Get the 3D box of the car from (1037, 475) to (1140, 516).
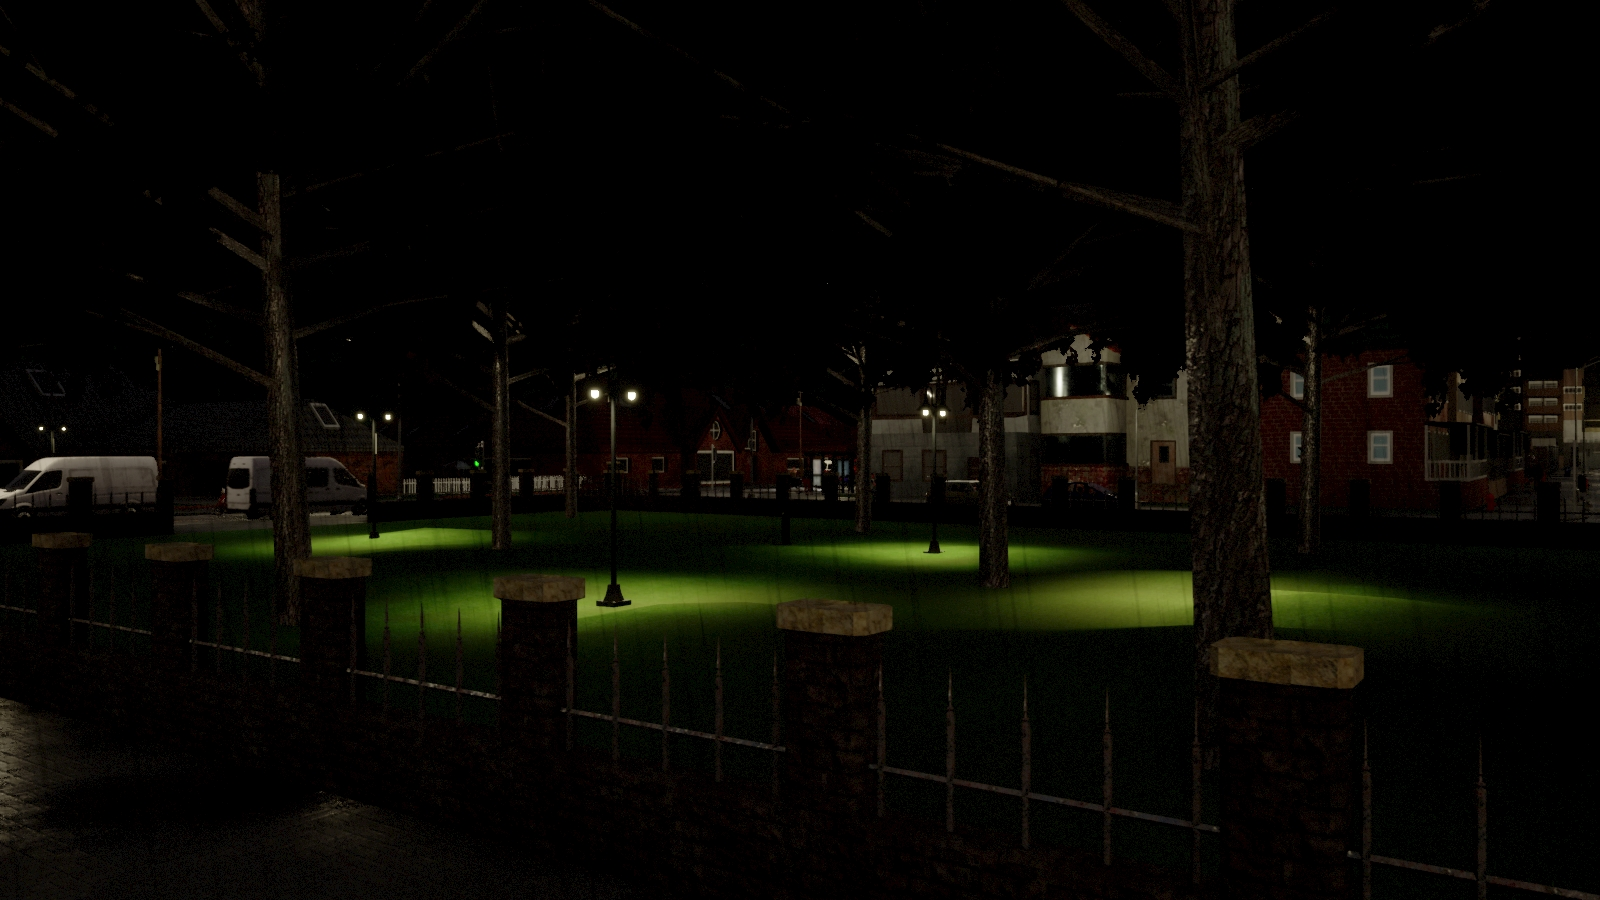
[{"bbox_3d":[11.752,1.819,46.568,3.633,1.501,1.845,0,0,35],"label":"car"}]
